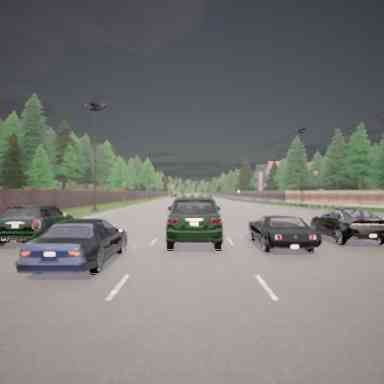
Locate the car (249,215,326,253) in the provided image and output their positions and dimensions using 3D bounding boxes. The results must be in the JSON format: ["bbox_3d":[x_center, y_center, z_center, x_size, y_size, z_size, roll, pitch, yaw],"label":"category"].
[{"bbox_3d":[3.589,1.608,13.774,1.895,1.301,4.718,0,0,0],"label":"car"}]

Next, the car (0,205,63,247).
[{"bbox_3d":[-6.907,1.359,15.168,2.097,1.767,4.553,0,0,0],"label":"car"}]

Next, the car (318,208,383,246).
[{"bbox_3d":[7.094,1.499,15.419,2.128,1.511,4.902,0,0,0],"label":"car"}]

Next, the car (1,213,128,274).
[{"bbox_3d":[-3.429,1.553,10.559,2.033,1.411,5.357,0,0,0],"label":"car"}]

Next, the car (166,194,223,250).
[{"bbox_3d":[0.095,1.227,14.447,2.150,2.045,5.566,0,0,0],"label":"car"}]
